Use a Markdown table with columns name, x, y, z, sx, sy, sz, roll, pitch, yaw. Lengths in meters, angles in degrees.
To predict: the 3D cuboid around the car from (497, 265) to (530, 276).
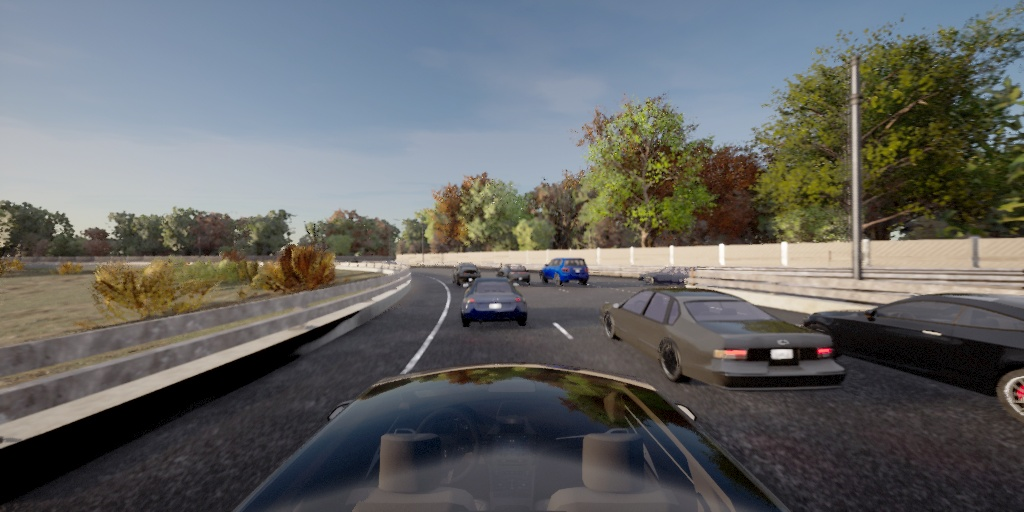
| name | x | y | z | sx | sy | sz | roll | pitch | yaw |
| --- | --- | --- | --- | --- | --- | --- | --- | --- | --- |
| car | 0.029 | 1.432 | 27.949 | 2.128 | 1.511 | 4.902 | 0 | 0 | -14 |

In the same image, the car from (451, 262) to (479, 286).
| name | x | y | z | sx | sy | sz | roll | pitch | yaw |
| --- | --- | --- | --- | --- | --- | --- | --- | --- | --- |
| car | -3.554 | 1.460 | 27.918 | 1.837 | 1.490 | 4.892 | 0 | 0 | -14 |

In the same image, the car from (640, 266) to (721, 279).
| name | x | y | z | sx | sy | sz | roll | pitch | yaw |
| --- | --- | --- | --- | --- | --- | --- | --- | --- | --- |
| car | 11.702 | 1.408 | 25.337 | 2.033 | 1.411 | 5.357 | 0 | 0 | -36 |

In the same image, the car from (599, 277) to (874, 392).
| name | x | y | z | sx | sy | sz | roll | pitch | yaw |
| --- | --- | --- | --- | --- | --- | --- | --- | --- | --- |
| car | 3.330 | 1.323 | 7.107 | 2.033 | 1.411 | 5.357 | 0 | 0 | -3 |

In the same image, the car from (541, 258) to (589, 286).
| name | x | y | z | sx | sy | sz | roll | pitch | yaw |
| --- | --- | --- | --- | --- | --- | --- | --- | --- | --- |
| car | 3.890 | 1.141 | 27.138 | 2.150 | 2.045 | 5.566 | 0 | 0 | -13 |

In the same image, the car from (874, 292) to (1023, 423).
| name | x | y | z | sx | sy | sz | roll | pitch | yaw |
| --- | --- | --- | --- | --- | --- | --- | --- | --- | --- |
| car | 6.853 | 1.275 | 5.421 | 1.812 | 1.442 | 4.674 | 0 | 0 | -2 |

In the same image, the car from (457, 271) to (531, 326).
| name | x | y | z | sx | sy | sz | roll | pitch | yaw |
| --- | --- | --- | --- | --- | --- | --- | --- | --- | --- |
| car | -0.684 | 1.392 | 12.078 | 1.994 | 1.385 | 4.181 | 0 | 0 | -6 |
